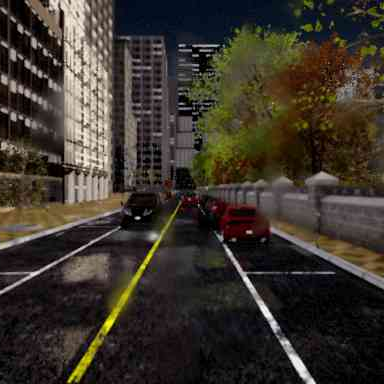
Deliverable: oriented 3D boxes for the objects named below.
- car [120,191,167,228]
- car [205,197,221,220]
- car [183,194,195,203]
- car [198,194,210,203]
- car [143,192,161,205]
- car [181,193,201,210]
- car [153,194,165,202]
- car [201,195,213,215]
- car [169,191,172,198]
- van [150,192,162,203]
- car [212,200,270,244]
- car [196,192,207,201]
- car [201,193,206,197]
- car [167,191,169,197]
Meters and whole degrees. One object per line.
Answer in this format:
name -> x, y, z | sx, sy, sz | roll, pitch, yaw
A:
car -> -2.996, 1.045, 20.912 | 2.150, 2.045, 5.566 | 0, 0, -1
car -> 2.338, 1.343, 28.249 | 1.802, 1.307, 4.206 | 0, 0, -1
car -> -0.527, 1.031, 55.308 | 1.837, 1.490, 4.892 | 0, 1, -1
car -> 2.027, 1.101, 55.996 | 1.802, 1.307, 4.206 | 0, 1, -1
car -> -5.936, 0.884, 50.454 | 2.192, 1.841, 5.009 | 0, 1, -1
car -> -0.319, 0.980, 43.645 | 2.097, 1.767, 4.553 | 0, 0, 0
car -> -6.060, 1.052, 61.538 | 1.802, 1.307, 4.206 | 0, 1, -1
car -> 2.275, 1.279, 33.798 | 1.947, 1.339, 4.313 | 0, 0, -1
car -> -6.163, 0.586, 83.697 | 2.192, 1.841, 5.009 | 0, 1, -1
van -> -5.998, 0.861, 55.995 | 1.690, 1.788, 3.998 | 0, 1, -1
car -> 2.153, 1.351, 15.066 | 1.882, 1.535, 5.008 | 0, 0, -1
car -> 1.903, 0.860, 67.093 | 1.967, 1.590, 4.097 | 0, 1, -1
car -> 2.151, 1.183, 44.897 | 1.947, 1.339, 4.313 | 0, 1, -1
car -> -6.120, 0.948, 66.907 | 1.752, 1.417, 4.829 | 0, 1, -1
